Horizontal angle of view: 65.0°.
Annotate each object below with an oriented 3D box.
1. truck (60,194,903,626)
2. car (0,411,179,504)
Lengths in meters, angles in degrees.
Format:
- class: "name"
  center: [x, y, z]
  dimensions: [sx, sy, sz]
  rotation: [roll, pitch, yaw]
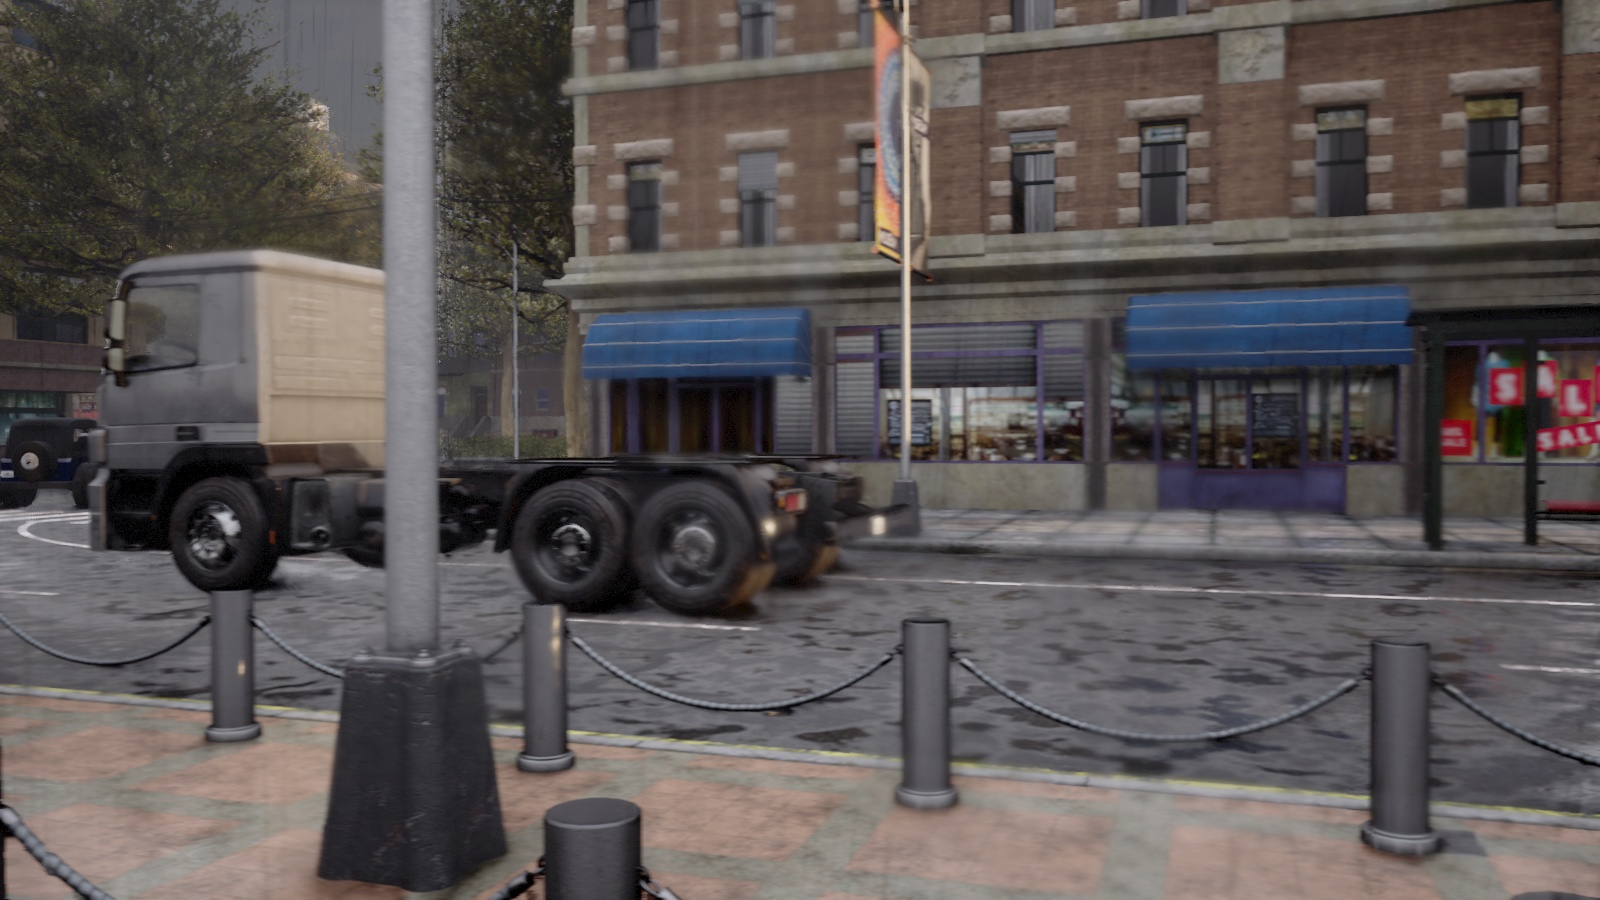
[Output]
- class: "truck"
  center: [-3.184, -0.371, 12.690]
  dimensions: [7.936, 3.462, 2.891]
  rotation: [1, 1, 19]
- class: "car"
  center: [-15.540, 0.127, 27.301]
  dimensions: [1.905, 1.878, 3.866]
  rotation: [0, 1, 5]
